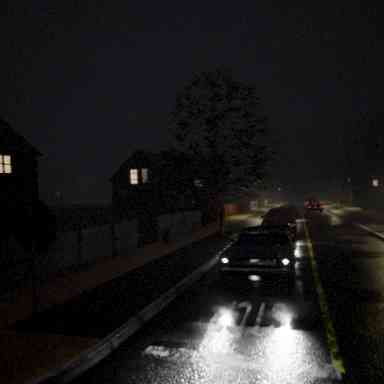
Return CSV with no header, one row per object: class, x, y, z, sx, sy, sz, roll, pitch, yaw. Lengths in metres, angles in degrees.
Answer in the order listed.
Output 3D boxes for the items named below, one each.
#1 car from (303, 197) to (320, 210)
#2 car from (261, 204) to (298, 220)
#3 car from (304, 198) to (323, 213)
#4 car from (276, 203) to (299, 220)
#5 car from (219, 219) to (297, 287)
car,18.226,1.695,50.859,2.097,1.767,4.553,-3,-1,18
car,5.233,1.706,19.727,1.882,1.535,5.008,-3,-1,18
car,15.113,1.814,41.047,2.033,1.411,5.357,-3,-1,18
car,9.553,1.896,33.241,1.994,1.385,4.181,-3,-1,17
car,2.155,1.755,10.035,1.895,1.301,4.718,-3,-1,18
